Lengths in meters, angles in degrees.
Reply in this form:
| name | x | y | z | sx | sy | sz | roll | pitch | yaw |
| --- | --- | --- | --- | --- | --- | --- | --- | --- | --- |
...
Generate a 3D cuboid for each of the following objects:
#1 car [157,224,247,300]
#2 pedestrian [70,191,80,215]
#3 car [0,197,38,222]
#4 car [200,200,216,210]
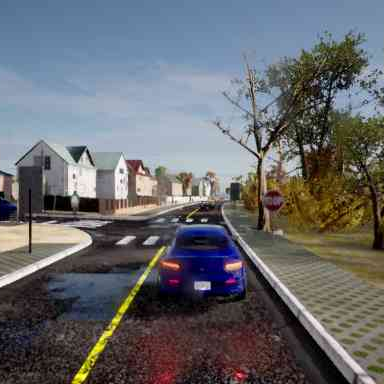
| name | x | y | z | sx | sy | sz | roll | pitch | yaw |
| --- | --- | --- | --- | --- | --- | --- | --- | --- | --- |
| car | 0.225 | 1.532 | 8.310 | 1.812 | 1.442 | 4.674 | 0 | 0 | 1 |
| pedestrian | -9.155 | 0.800 | 25.997 | 0.375 | 1.860 | 0.375 | 0 | -3 | 1 |
| car | -11.825 | 1.019 | 20.223 | 4.674 | 1.442 | 1.812 | 3 | 0 | 0 |
| car | 2.135 | 1.705 | 43.449 | 1.895 | 1.301 | 4.718 | 0 | 0 | 5 |
